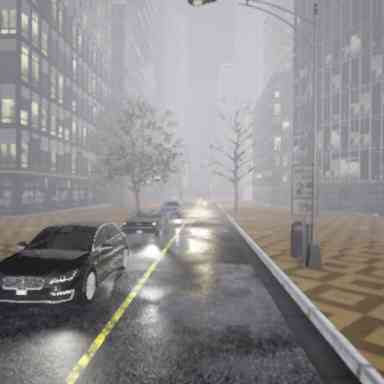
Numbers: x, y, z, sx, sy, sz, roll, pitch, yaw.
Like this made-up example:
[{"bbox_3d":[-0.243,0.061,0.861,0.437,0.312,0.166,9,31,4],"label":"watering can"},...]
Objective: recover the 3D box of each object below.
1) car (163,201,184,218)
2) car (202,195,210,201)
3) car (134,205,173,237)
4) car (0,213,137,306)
[{"bbox_3d":[-1.860,1.549,30.320,1.812,1.442,4.674,0,0,3],"label":"car"},{"bbox_3d":[3.749,1.548,87.086,2.097,1.767,4.553,0,0,3],"label":"car"},{"bbox_3d":[-2.415,1.603,18.133,1.895,1.301,4.718,0,0,3],"label":"car"},{"bbox_3d":[-2.855,1.493,8.207,1.837,1.490,4.892,0,0,3],"label":"car"}]
